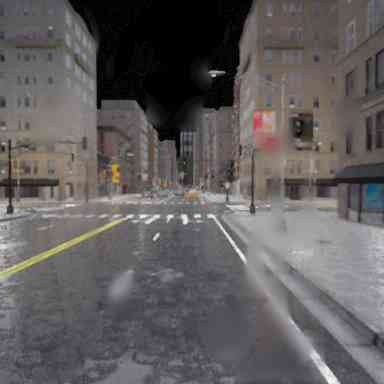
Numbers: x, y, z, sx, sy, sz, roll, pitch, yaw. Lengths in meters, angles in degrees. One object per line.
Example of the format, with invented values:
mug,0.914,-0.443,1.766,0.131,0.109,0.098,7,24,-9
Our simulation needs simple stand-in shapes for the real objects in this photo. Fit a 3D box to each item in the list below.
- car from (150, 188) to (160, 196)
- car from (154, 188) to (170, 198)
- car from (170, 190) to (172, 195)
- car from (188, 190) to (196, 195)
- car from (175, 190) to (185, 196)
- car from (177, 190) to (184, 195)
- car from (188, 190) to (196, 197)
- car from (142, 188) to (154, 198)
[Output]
car,-9.676,-0.136,87.710,2.150,2.045,5.566,0,1,0
car,-6.439,0.344,72.160,2.097,1.767,4.553,0,1,0
car,-6.426,-0.007,87.769,2.097,1.767,4.553,0,1,0
car,0.079,0.124,93.901,2.128,1.511,4.902,0,1,0
car,-3.179,0.397,83.871,1.994,1.385,4.181,0,1,0
car,-3.172,0.123,93.904,1.812,1.442,4.674,0,1,0
car,0.070,0.328,83.484,1.882,1.535,5.008,0,1,0
car,-9.690,0.514,72.136,2.128,1.511,4.902,0,1,0
